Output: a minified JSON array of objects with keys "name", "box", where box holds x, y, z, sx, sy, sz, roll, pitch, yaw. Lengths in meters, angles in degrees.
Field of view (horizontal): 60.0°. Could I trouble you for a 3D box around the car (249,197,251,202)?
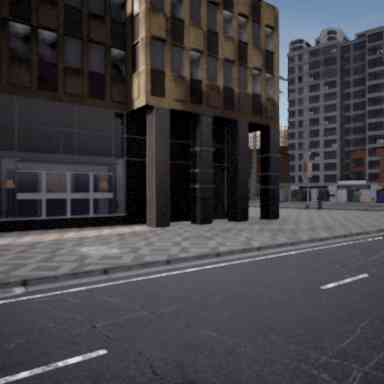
[{"name":"car","box":[8.943,1.164,64.155,4.553,1.767,2.097,0,0,43]}]
